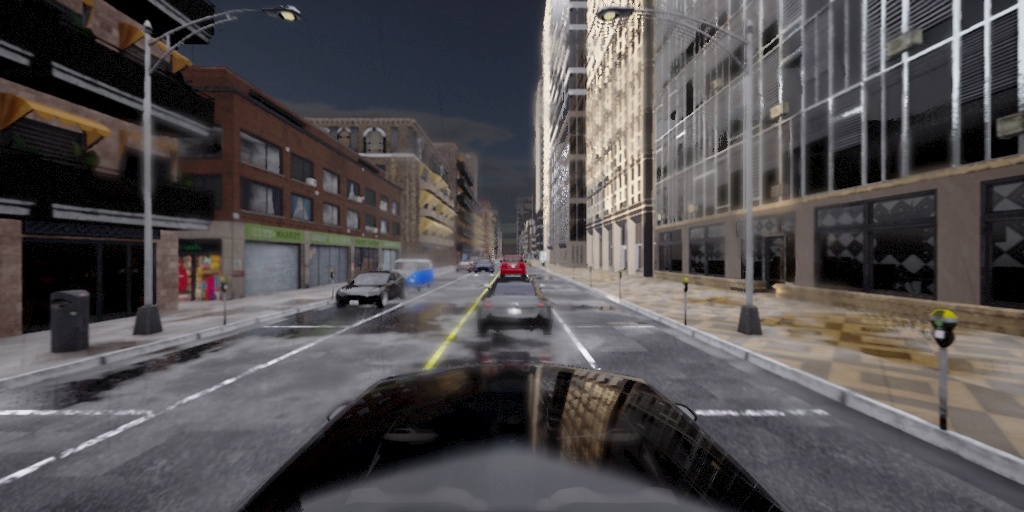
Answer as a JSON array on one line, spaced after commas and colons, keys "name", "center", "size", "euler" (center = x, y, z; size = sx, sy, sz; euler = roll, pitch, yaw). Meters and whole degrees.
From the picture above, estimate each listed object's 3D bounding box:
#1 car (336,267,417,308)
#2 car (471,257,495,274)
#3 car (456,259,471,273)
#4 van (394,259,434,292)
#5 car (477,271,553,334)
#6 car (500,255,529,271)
[{"name": "car", "center": [-5.689, 1.302, 15.097], "size": [1.948, 1.339, 4.313], "euler": [0, 0, 0]}, {"name": "car", "center": [-3.086, 1.065, 40.472], "size": [2.097, 1.767, 4.553], "euler": [0, 0, 0]}, {"name": "car", "center": [-5.682, 1.293, 43.340], "size": [1.802, 1.307, 4.207], "euler": [0, 0, 0]}, {"name": "van", "center": [-5.687, 1.071, 20.746], "size": [1.690, 1.789, 3.998], "euler": [0, 0, 0]}, {"name": "car", "center": [0.078, 1.305, 10.651], "size": [1.994, 1.385, 4.181], "euler": [0, 0, 0]}, {"name": "car", "center": [0.102, 0.941, 32.095], "size": [2.150, 2.045, 5.566], "euler": [0, 0, 0]}]
